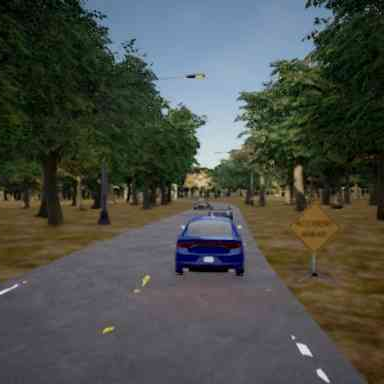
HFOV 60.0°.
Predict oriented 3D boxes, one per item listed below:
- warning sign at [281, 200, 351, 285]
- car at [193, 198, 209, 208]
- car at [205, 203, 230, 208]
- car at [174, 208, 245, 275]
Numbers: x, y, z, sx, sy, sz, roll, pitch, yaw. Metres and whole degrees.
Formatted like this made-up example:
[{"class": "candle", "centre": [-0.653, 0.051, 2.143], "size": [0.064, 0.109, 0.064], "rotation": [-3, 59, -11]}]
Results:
[{"class": "warning sign", "centre": [2.930, 1.142, 8.003], "size": [1.300, 1.860, 1.060], "rotation": [1, 0, 4]}, {"class": "car", "centre": [1.381, 1.839, 45.562], "size": [1.994, 1.385, 4.181], "rotation": [0, -1, 7]}, {"class": "car", "centre": [2.455, 1.733, 27.857], "size": [1.895, 1.301, 4.718], "rotation": [0, 0, 7]}, {"class": "car", "centre": [0.608, 1.510, 10.665], "size": [1.882, 1.535, 5.008], "rotation": [0, 0, 5]}]
